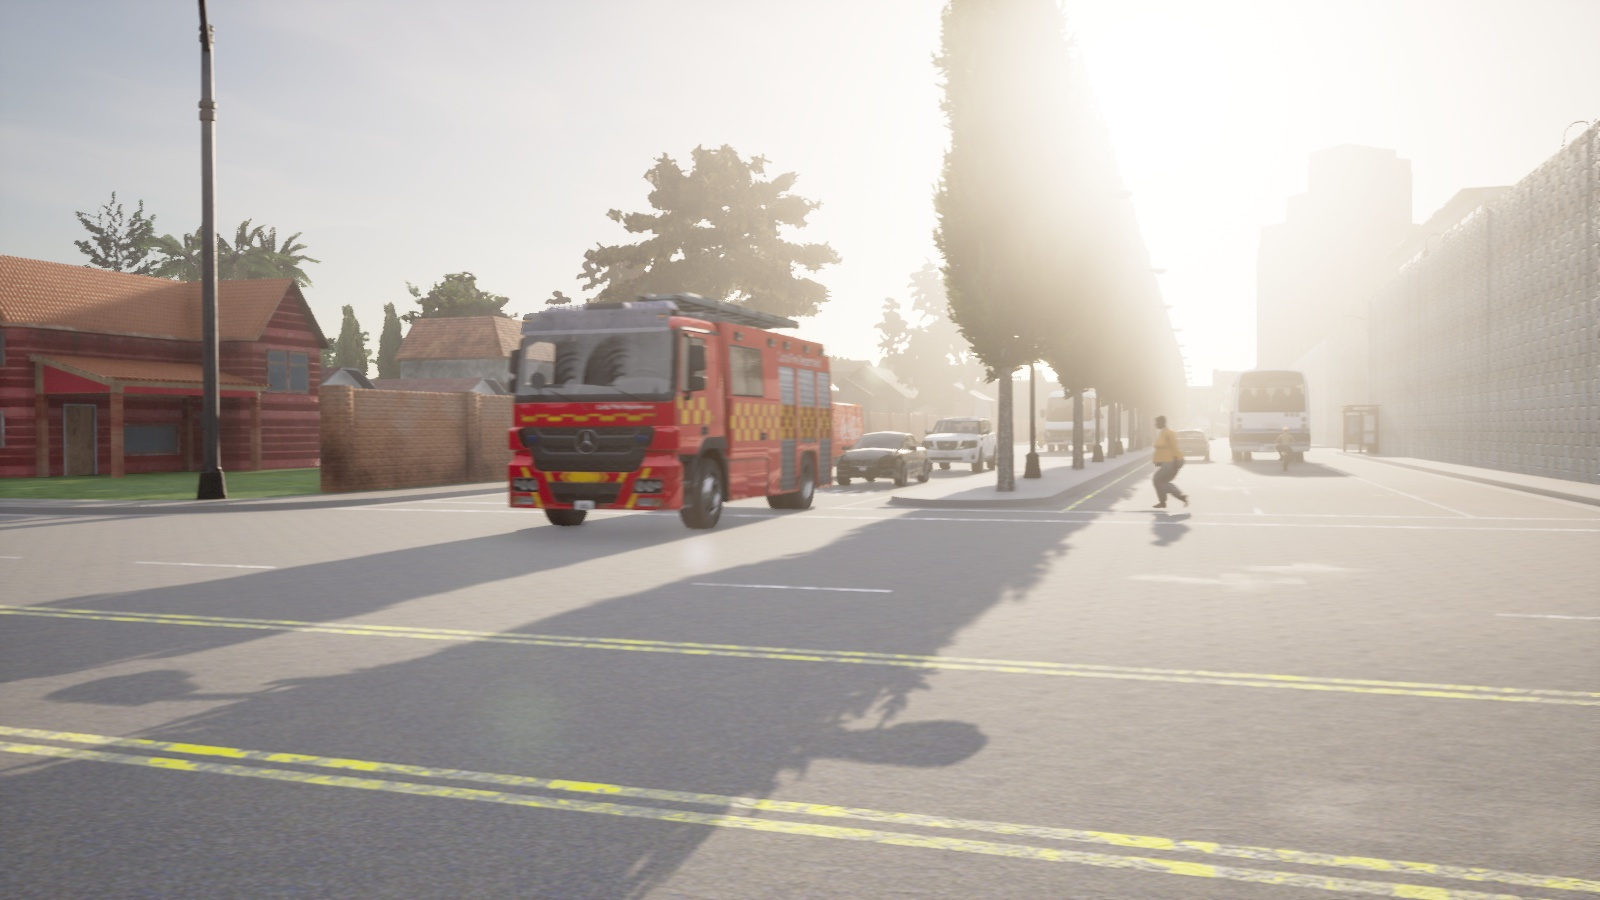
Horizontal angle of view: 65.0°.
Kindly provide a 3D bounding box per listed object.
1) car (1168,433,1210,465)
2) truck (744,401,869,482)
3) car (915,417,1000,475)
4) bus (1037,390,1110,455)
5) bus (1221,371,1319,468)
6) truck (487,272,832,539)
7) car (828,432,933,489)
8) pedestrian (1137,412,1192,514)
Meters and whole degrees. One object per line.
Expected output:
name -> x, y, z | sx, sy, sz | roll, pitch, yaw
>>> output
car -> 19.026, -0.079, 61.320 | 1.837, 1.490, 4.892 | 1, 1, 18
truck -> 0.319, -0.316, 41.027 | 2.627, 2.467, 5.204 | 1, 1, 18
car -> 6.009, -0.189, 47.195 | 2.150, 2.045, 5.566 | 1, 1, 18
bus -> 19.175, -1.880, 87.547 | 3.944, 4.253, 10.273 | 1, 1, 18
bus -> 22.580, -1.440, 60.891 | 3.944, 4.253, 10.273 | 1, 1, 18
truck -> -2.034, -0.706, 22.501 | 2.891, 3.827, 8.468 | 1, 1, 18
car -> 2.399, 0.264, 36.130 | 1.837, 1.490, 4.892 | 1, 0, 18
pedestrian -> 6.724, 0.225, 23.203 | 0.900, 1.855, 0.874 | 0, 1, 11
